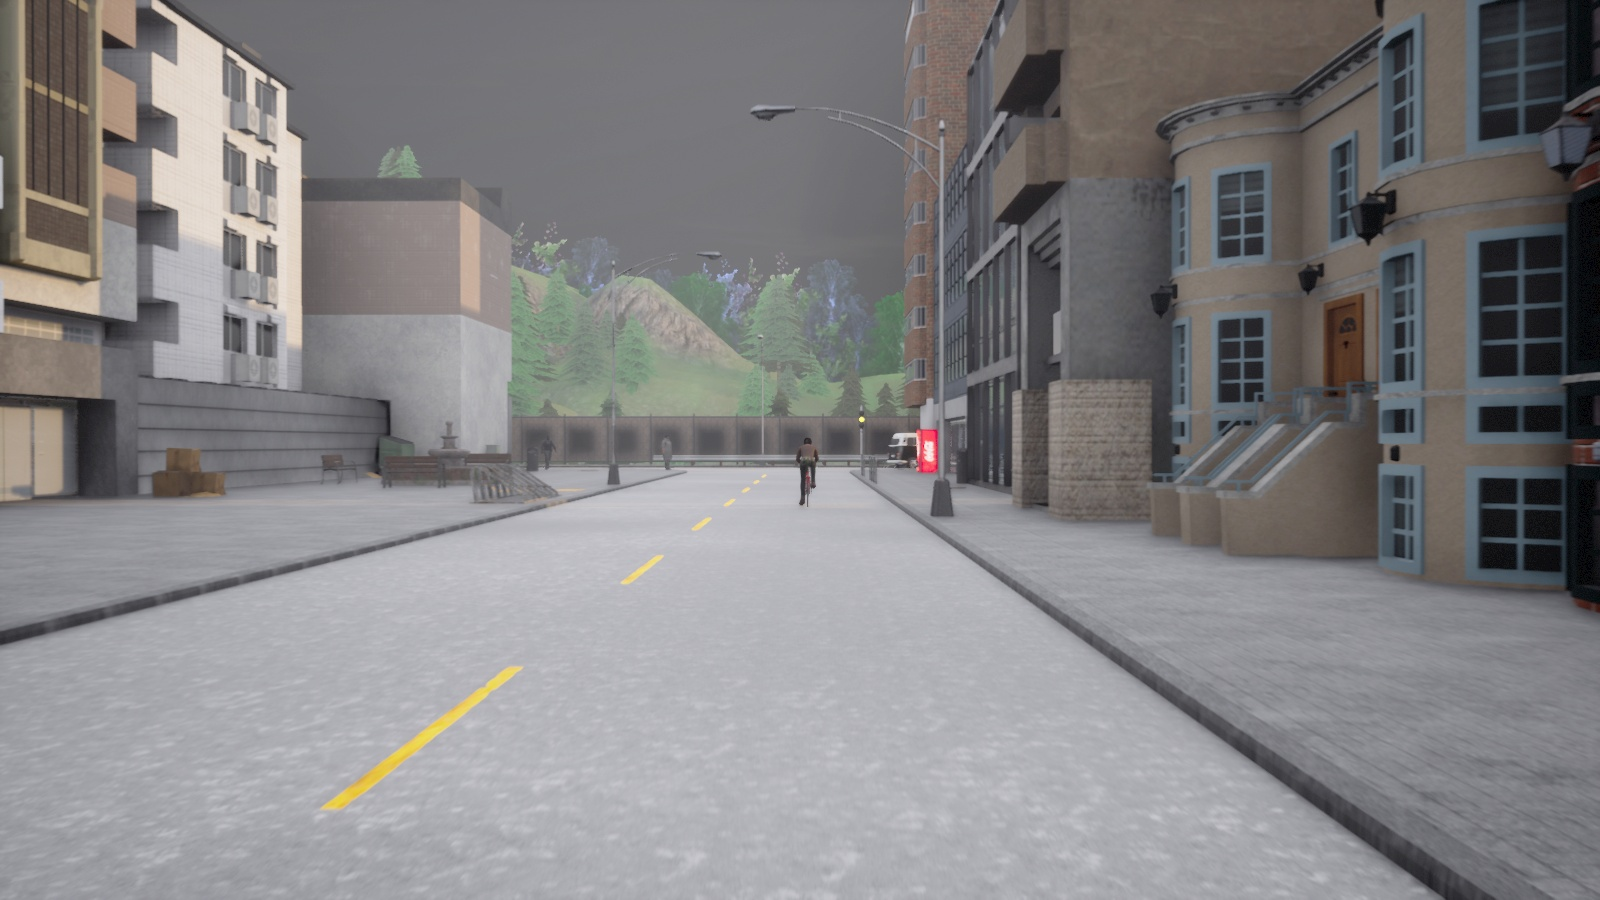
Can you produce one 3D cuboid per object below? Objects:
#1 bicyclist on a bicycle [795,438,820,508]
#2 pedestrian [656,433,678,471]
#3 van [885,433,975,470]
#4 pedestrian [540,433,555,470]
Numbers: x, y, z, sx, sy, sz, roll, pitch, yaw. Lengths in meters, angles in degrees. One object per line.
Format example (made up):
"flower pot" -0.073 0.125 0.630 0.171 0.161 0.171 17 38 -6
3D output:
"bicyclist on a bicycle" 0.184 0.532 29.734 0.582 1.620 1.656 0 0 0
"pedestrian" -6.821 0.085 64.481 0.873 1.952 0.659 0 0 35
"van" 7.214 0.083 69.675 4.480 2.038 2.069 0 0 -20
"pedestrian" -12.986 0.082 64.522 0.563 1.883 0.849 0 0 -28
